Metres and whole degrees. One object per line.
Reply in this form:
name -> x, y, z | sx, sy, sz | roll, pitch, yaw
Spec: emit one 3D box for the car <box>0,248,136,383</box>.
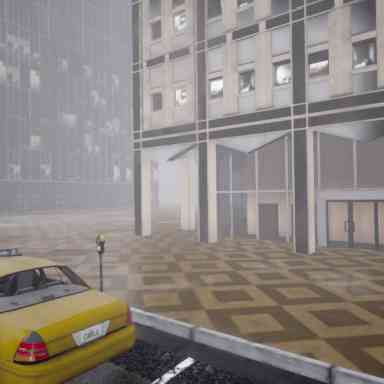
car -> -2.988, 1.528, 5.021 | 4.829, 1.417, 1.752 | 0, -1, 36
